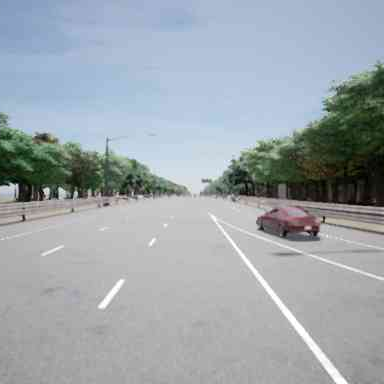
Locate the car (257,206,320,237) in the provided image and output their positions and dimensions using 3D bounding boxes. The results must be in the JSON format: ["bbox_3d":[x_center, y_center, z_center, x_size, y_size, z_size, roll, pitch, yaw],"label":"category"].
[{"bbox_3d":[4.978,1.484,17.563,1.812,1.442,4.674,0,0,-9],"label":"car"}]
